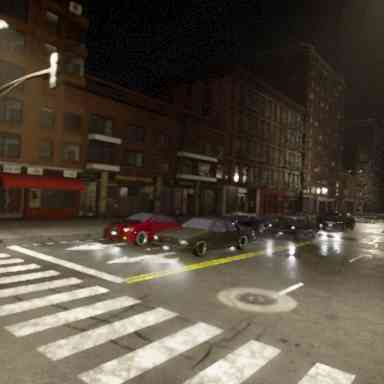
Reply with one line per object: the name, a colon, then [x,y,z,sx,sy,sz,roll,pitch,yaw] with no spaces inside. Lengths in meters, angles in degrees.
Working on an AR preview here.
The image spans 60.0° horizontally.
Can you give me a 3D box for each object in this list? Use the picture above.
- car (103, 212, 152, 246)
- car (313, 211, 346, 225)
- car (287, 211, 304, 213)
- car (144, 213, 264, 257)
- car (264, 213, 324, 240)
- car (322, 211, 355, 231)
car: [-2.124,1.671,15.894,1.994,1.385,4.181,2,-1,39]
car: [16.002,2.938,38.438,2.033,1.411,5.357,2,-1,39]
car: [9.395,2.477,30.258,2.033,1.411,5.357,2,-1,39]
car: [0.759,1.789,14.279,2.033,1.411,5.357,2,-1,40]
car: [6.739,2.272,21.759,1.895,1.301,4.718,2,-1,39]
car: [13.146,2.616,29.737,2.128,1.511,4.902,2,-1,39]
